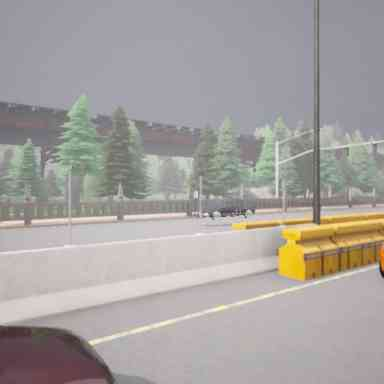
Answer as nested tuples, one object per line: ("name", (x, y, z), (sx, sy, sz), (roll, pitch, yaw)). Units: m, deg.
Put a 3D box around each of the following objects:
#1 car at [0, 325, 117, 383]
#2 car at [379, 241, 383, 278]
("car", (-2.492, 1.564, 1.975), (4.181, 1.385, 1.994), (0, 0, -35))
("car", (6.896, 1.347, 8.681), (4.553, 1.767, 2.097), (0, 0, -36))
